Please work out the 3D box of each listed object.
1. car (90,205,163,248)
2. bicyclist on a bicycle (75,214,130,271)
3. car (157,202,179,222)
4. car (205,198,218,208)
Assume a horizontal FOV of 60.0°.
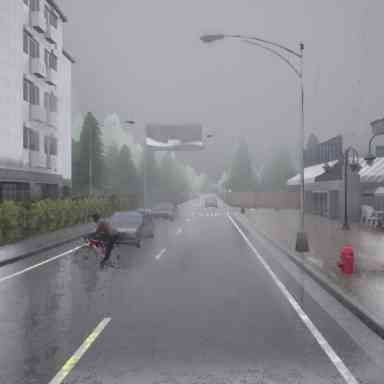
[{"bbox_3d":[-2.818,1.547,15.017,2.033,1.411,5.357,0,0,3],"label":"car"},{"bbox_3d":[-2.616,1.453,9.667,1.656,1.620,0.582,-1,0,3],"label":"bicyclist on a bicycle"},{"bbox_3d":[-2.108,1.547,26.635,2.033,1.411,5.357,0,0,4],"label":"car"},{"bbox_3d":[2.913,1.617,50.024,2.033,1.411,5.357,0,2,3],"label":"car"}]
